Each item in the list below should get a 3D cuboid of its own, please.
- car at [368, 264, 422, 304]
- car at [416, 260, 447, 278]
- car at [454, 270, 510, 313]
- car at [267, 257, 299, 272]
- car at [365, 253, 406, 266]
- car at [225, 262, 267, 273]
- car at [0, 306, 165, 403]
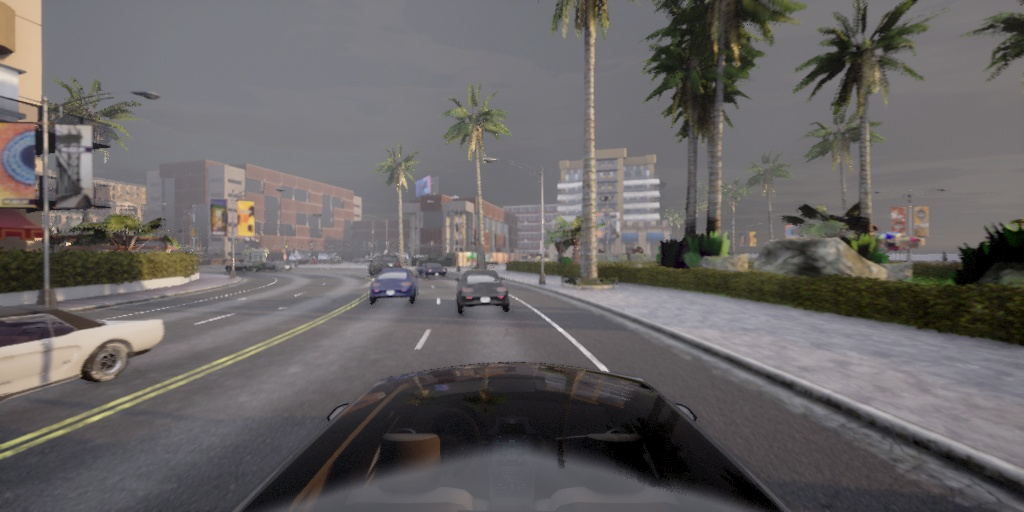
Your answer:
[{"bbox_3d":[-5.273,1.266,16.371,1.812,1.442,4.674,0,0,-12],"label":"car"},{"bbox_3d":[-7.618,1.311,33.443,1.895,1.301,4.718,0,0,-27],"label":"car"},{"bbox_3d":[-1.223,1.251,13.937,1.812,1.442,4.674,0,0,-9],"label":"car"},{"bbox_3d":[-30.730,1.289,46.787,4.902,1.511,2.128,0,0,28],"label":"car"},{"bbox_3d":[-12.337,0.953,34.667,2.150,2.045,5.566,0,0,-31],"label":"car"},{"bbox_3d":[-32.868,1.415,43.989,4.718,1.301,1.895,0,0,25],"label":"car"},{"bbox_3d":[-7.304,1.382,4.381,1.895,1.301,4.718,0,0,-3],"label":"car"}]
